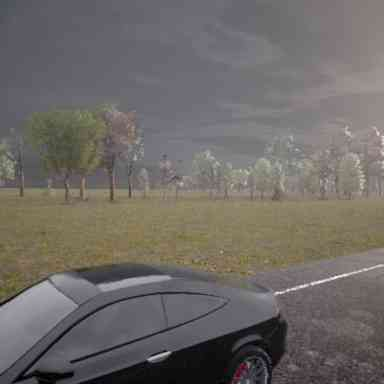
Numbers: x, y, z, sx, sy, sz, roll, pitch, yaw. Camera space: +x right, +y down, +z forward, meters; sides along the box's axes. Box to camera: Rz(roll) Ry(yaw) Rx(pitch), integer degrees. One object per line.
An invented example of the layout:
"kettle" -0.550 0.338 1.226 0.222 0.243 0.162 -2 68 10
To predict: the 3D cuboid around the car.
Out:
"car" -0.993 1.526 3.286 4.674 1.442 1.812 0 0 -36
